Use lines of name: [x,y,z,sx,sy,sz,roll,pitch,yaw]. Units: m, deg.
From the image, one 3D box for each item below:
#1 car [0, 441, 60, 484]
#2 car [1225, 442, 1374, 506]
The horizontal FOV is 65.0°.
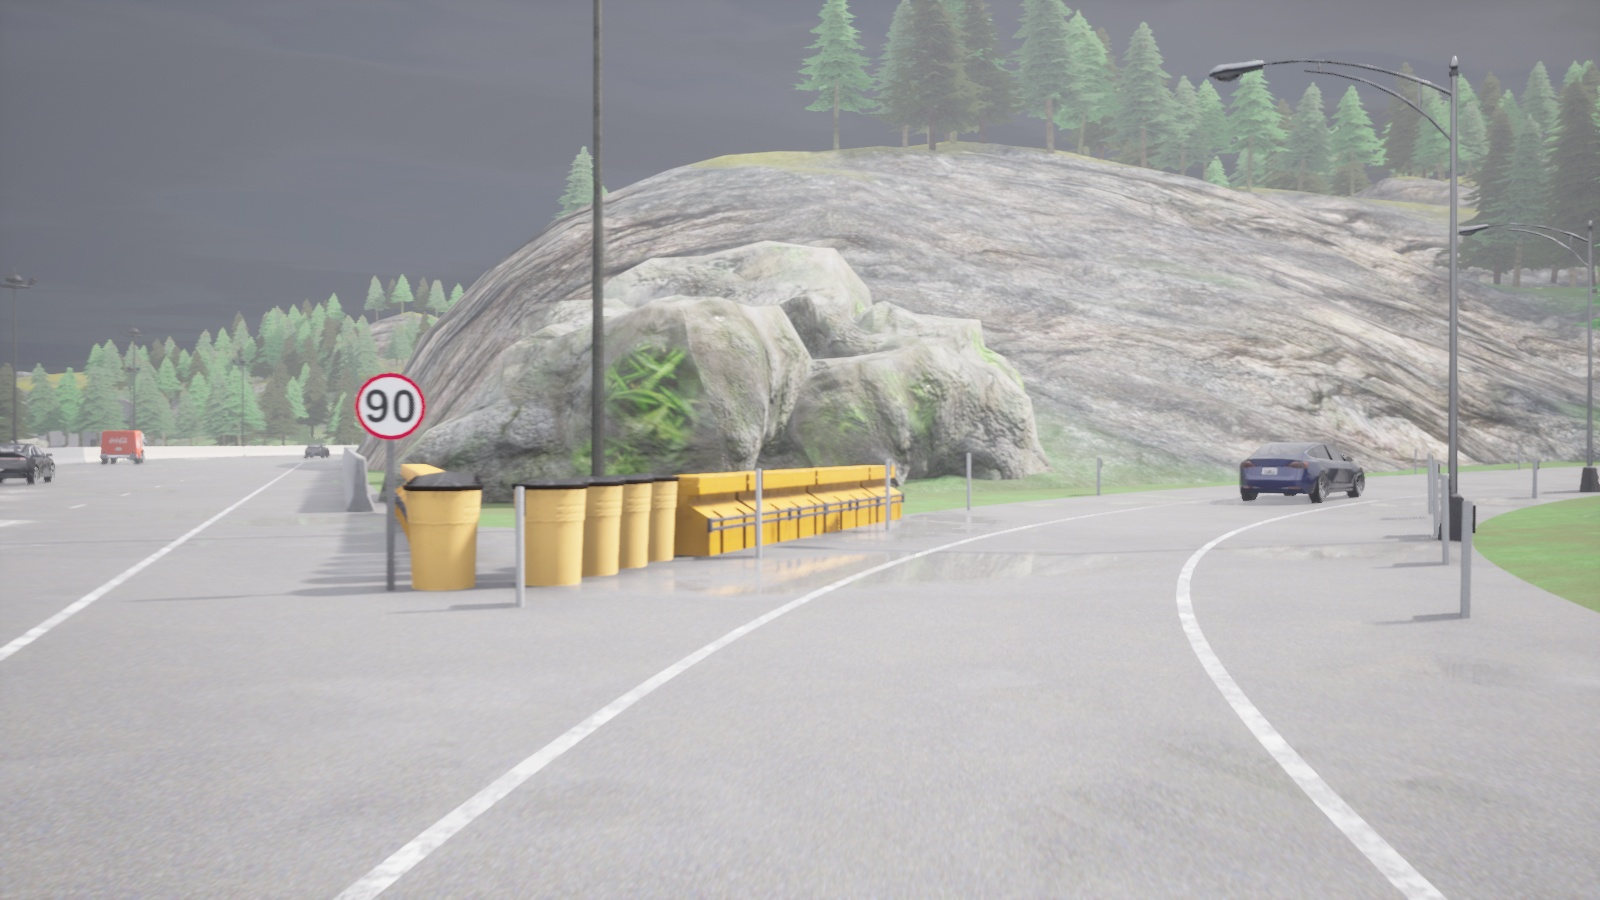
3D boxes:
car: [-29.068,0.434,46.444,2.128,1.511,4.902,0,0,-20]
car: [12.914,0.553,32.296,2.163,1.488,4.792,0,1,40]
